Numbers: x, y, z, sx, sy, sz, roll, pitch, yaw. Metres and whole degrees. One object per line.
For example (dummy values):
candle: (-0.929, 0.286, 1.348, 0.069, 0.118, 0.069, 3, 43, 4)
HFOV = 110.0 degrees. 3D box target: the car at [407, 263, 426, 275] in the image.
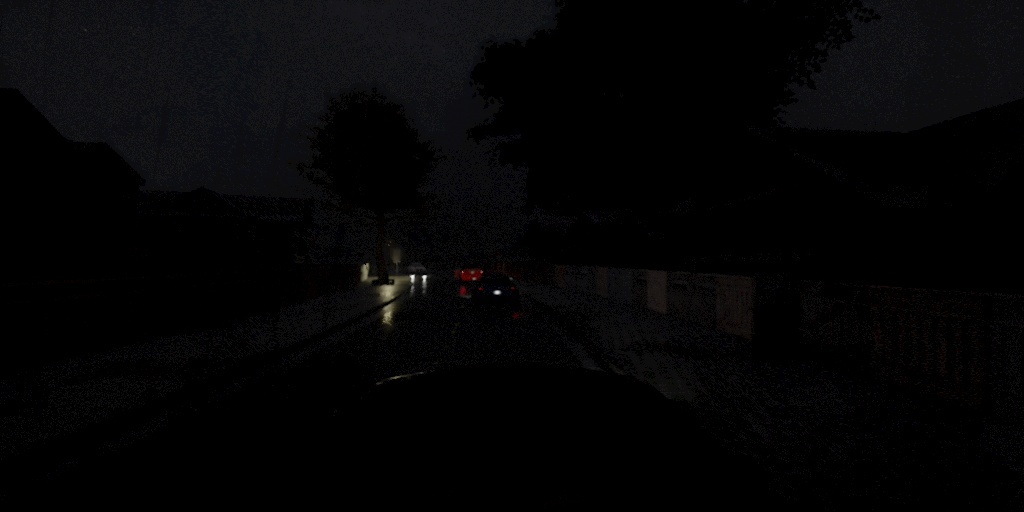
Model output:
car: (-12.600, 1.661, 47.189, 1.812, 1.442, 4.674, 1, -1, -24)

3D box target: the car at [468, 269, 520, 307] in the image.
car: (-0.851, 1.454, 16.373, 1.994, 1.385, 4.181, 0, -1, -7)

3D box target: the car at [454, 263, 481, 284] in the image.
car: (-3.750, 1.374, 30.998, 2.097, 1.767, 4.553, 0, -1, -15)
